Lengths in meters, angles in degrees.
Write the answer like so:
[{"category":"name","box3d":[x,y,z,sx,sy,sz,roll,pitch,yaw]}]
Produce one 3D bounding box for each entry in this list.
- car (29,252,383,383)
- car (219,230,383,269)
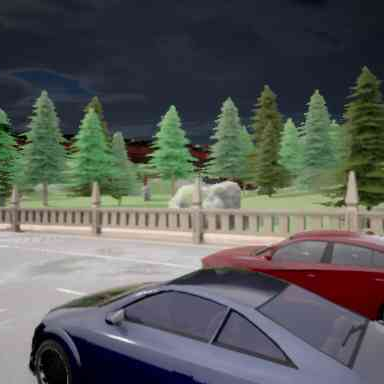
[{"category":"car","box3d":[0.083,1.577,3.693,4.181,1.385,1.994,-1,0,34]},{"category":"car","box3d":[2.461,1.471,6.327,5.008,1.535,1.882,-1,0,34]}]
